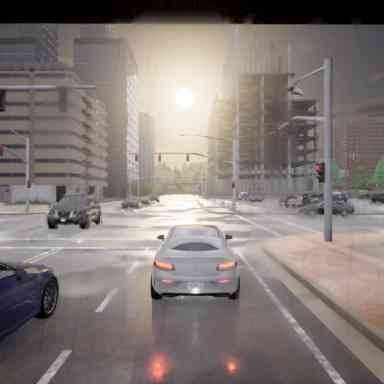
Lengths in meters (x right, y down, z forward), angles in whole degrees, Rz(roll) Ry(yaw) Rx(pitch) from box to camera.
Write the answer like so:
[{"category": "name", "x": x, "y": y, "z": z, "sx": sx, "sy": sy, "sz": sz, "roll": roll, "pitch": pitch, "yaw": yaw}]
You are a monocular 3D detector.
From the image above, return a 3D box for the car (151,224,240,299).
[{"category": "car", "x": 0.072, "y": 1.526, "z": 8.303, "sx": 1.812, "sy": 1.442, "sz": 4.674, "roll": 0, "pitch": 0, "yaw": 0}]

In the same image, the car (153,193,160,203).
[{"category": "car", "x": -8.197, "y": 1.224, "z": 71.203, "sx": 2.150, "sy": 2.045, "sz": 5.566, "roll": 0, "pitch": 0, "yaw": 0}]

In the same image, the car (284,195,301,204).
[{"category": "car", "x": 18.591, "y": 1.395, "z": 61.785, "sx": 1.970, "sy": 1.475, "sz": 3.806, "roll": 0, "pitch": 0, "yaw": 0}]

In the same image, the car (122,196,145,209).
[{"category": "car", "x": -8.080, "y": 1.352, "z": 44.893, "sx": 2.097, "sy": 1.767, "sz": 4.553, "roll": 0, "pitch": 0, "yaw": 0}]

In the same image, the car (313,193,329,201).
[{"category": "car", "x": 29.867, "y": 1.153, "z": 76.989, "sx": 1.932, "sy": 1.855, "sz": 4.605, "roll": 0, "pitch": 0, "yaw": 0}]

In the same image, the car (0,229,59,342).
[{"category": "car", "x": -3.441, "y": 1.526, "z": 4.429, "sx": 1.812, "sy": 1.442, "sz": 4.674, "roll": 0, "pitch": 0, "yaw": 0}]

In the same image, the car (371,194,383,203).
[{"category": "car", "x": 35.487, "y": 1.153, "z": 61.954, "sx": 1.932, "sy": 1.855, "sz": 4.605, "roll": 0, "pitch": 0, "yaw": 0}]

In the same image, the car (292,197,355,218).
[{"category": "car", "x": 12.102, "y": 1.491, "z": 30.112, "sx": 4.902, "sy": 1.511, "sz": 2.128, "roll": 0, "pitch": 0, "yaw": 0}]

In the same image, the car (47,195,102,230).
[{"category": "car", "x": -7.335, "y": 1.222, "z": 21.372, "sx": 2.150, "sy": 2.045, "sz": 5.566, "roll": 0, "pitch": 0, "yaw": -3}]

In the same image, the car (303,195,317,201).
[{"category": "car", "x": 27.184, "y": 1.364, "z": 76.926, "sx": 1.784, "sy": 1.438, "sz": 3.905, "roll": 0, "pitch": 0, "yaw": 0}]

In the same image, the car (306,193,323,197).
[{"category": "car", "x": 15.966, "y": 1.156, "z": 44.306, "sx": 1.905, "sy": 1.878, "sz": 3.866, "roll": 0, "pitch": 0, "yaw": 0}]

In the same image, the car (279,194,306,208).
[{"category": "car", "x": 13.071, "y": 1.153, "z": 44.347, "sx": 1.932, "sy": 1.855, "sz": 4.605, "roll": 0, "pitch": 0, "yaw": 0}]

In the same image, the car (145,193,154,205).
[{"category": "car", "x": -8.165, "y": 1.478, "z": 56.906, "sx": 1.882, "sy": 1.535, "sz": 5.008, "roll": 0, "pitch": 0, "yaw": 0}]

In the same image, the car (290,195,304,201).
[{"category": "car", "x": 24.289, "y": 1.395, "z": 76.914, "sx": 1.970, "sy": 1.475, "sz": 3.806, "roll": 0, "pitch": 0, "yaw": 0}]
